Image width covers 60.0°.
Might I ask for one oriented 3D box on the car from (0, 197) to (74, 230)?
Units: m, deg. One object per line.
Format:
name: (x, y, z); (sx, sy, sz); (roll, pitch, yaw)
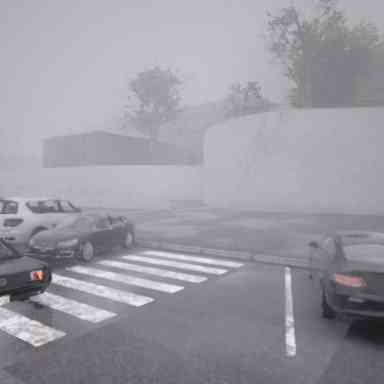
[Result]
car: (-6.179, 1.231, 13.920); (2.435, 2.045, 5.566); (0, -1, 15)

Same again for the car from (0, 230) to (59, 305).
car: (-5.085, 1.589, 7.001); (4.718, 1.301, 1.895); (0, 0, 35)

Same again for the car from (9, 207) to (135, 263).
car: (-3.746, 1.482, 12.162); (2.231, 1.521, 4.892); (1, -1, 15)

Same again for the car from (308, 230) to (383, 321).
car: (3.526, 1.530, 6.961); (2.002, 1.452, 4.674); (0, -1, 15)
